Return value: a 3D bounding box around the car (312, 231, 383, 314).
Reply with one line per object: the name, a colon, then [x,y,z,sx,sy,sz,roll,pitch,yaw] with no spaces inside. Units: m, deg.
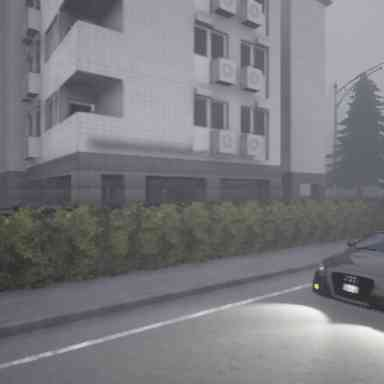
car: [4.497,1.565,7.178,4.181,1.385,1.994,0,0,-36]
